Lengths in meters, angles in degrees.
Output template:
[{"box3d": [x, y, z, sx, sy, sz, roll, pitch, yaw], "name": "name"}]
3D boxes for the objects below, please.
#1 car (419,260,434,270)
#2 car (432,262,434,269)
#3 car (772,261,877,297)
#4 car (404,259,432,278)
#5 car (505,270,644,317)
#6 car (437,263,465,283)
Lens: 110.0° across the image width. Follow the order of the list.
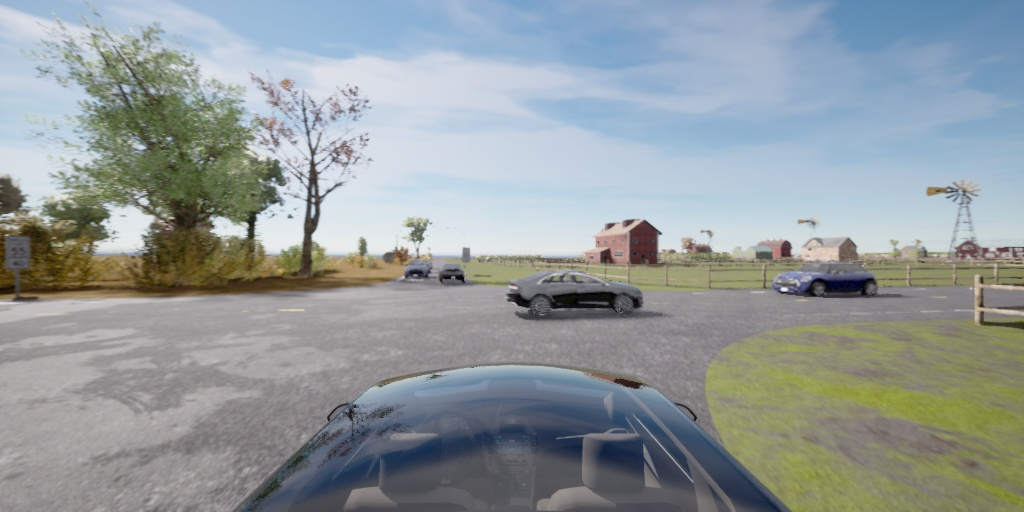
[{"box3d": [-13.815, 1.374, 58.312, 2.128, 1.511, 4.902, 0, 0, -11], "name": "car"}, {"box3d": [-11.042, 1.194, 44.177, 2.097, 1.767, 4.553, 0, 0, -11], "name": "car"}, {"box3d": [16.069, 1.110, 18.561, 4.553, 1.767, 2.097, 0, 0, -9], "name": "car"}, {"box3d": [-9.050, 1.165, 34.257, 2.097, 1.767, 4.553, 0, 0, -12], "name": "car"}, {"box3d": [2.193, 1.257, 12.817, 4.902, 1.511, 2.128, 0, 0, -8], "name": "car"}, {"box3d": [-4.873, 1.322, 28.685, 1.837, 1.490, 4.892, 0, 0, -13], "name": "car"}]
